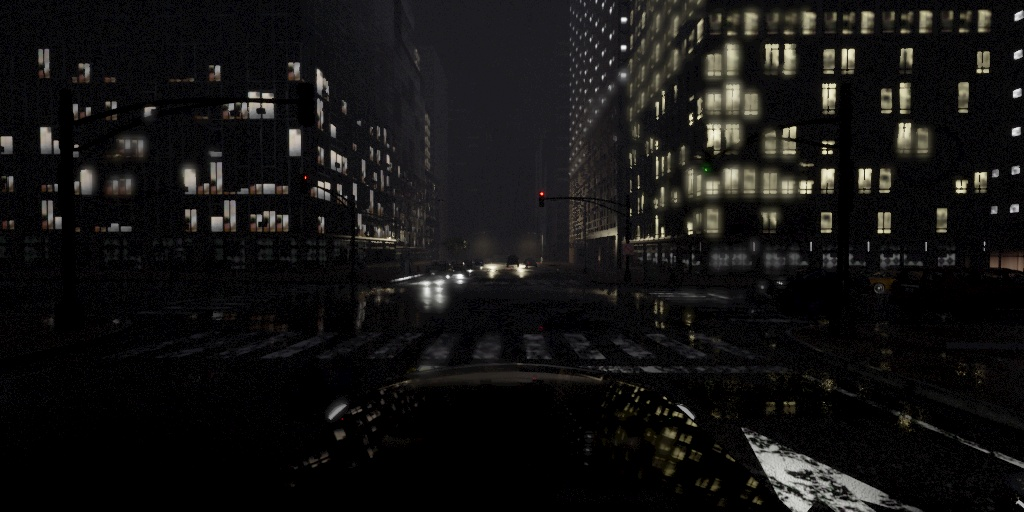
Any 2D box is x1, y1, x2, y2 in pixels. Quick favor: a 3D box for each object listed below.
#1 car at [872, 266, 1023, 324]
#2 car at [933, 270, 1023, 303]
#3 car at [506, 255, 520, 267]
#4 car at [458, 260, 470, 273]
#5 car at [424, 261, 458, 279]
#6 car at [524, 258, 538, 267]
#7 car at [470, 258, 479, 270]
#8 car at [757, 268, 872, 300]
[{"bbox_3d":[16.216,1.281,12.444,5.009,1.841,2.192,0,0,1],"label":"car"},{"bbox_3d":[25.105,1.500,18.050,5.357,1.411,2.033,0,1,1],"label":"car"},{"bbox_3d":[0.150,0.925,62.880,2.150,2.045,5.566,0,0,0],"label":"car"},{"bbox_3d":[-6.504,1.326,42.357,1.895,1.301,4.718,0,0,0],"label":"car"},{"bbox_3d":[-6.529,1.225,32.352,2.128,1.511,4.902,0,0,0],"label":"car"},{"bbox_3d":[3.402,1.229,63.259,1.812,1.442,4.674,0,0,0],"label":"car"},{"bbox_3d":[-6.470,1.262,52.710,2.033,1.411,5.357,0,0,0],"label":"car"},{"bbox_3d":[15.281,1.357,18.275,4.902,1.511,2.128,1,1,2],"label":"car"}]
